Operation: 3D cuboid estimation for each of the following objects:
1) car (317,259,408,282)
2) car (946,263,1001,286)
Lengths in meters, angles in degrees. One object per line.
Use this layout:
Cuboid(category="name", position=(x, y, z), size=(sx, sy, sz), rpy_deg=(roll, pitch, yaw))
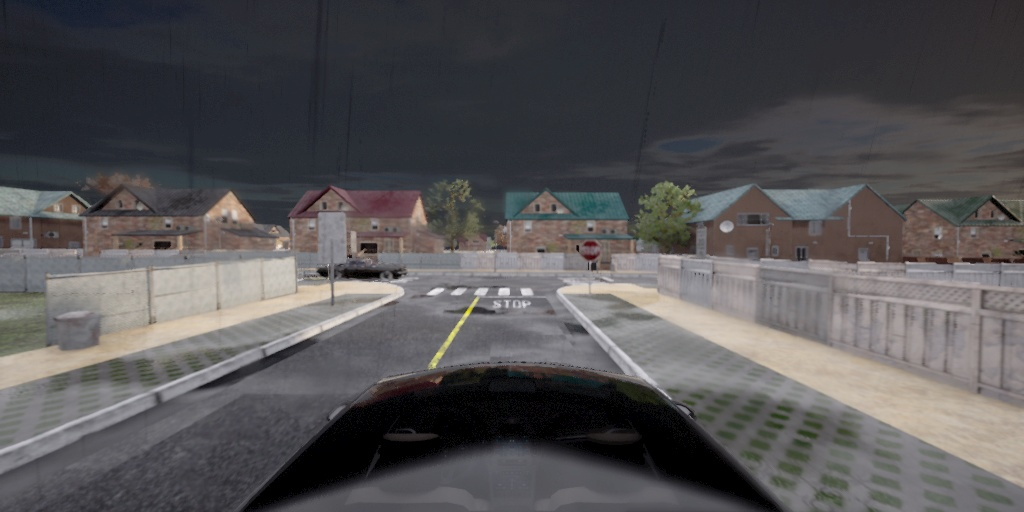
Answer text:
Cuboid(category="car", position=(-8.623, 0.821, 21.045), size=(4.718, 1.301, 1.895), rpy_deg=(1, 1, 0))
Cuboid(category="car", position=(28.788, 1.128, 21.335), size=(5.357, 1.411, 2.033), rpy_deg=(1, 1, 0))
